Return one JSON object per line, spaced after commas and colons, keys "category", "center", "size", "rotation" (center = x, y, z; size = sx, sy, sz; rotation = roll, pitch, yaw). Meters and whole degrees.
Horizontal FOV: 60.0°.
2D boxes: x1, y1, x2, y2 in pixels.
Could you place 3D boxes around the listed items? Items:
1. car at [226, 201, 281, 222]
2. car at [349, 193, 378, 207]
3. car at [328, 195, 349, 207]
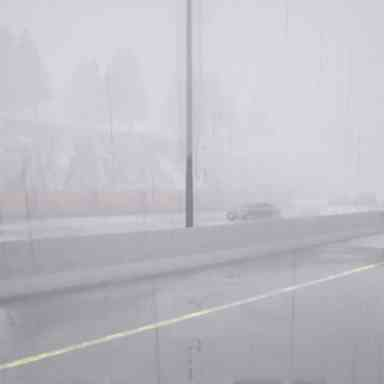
{"category": "car", "center": [4.682, 1.482, 24.939], "size": [4.892, 1.490, 1.837], "rotation": [1, 0, -37]}
{"category": "car", "center": [25.366, 1.144, 48.589], "size": [2.150, 2.045, 5.566], "rotation": [0, 0, 42]}
{"category": "car", "center": [22.345, 1.275, 50.494], "size": [2.097, 1.767, 4.553], "rotation": [0, 0, 43]}
